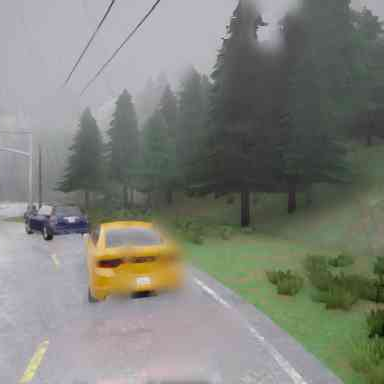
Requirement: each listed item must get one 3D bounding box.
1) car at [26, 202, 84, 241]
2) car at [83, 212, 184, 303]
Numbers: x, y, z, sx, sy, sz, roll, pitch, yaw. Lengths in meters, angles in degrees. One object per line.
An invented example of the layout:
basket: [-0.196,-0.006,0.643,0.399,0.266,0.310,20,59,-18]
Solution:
car: [-6.951,1.350,17.086,2.097,1.767,4.553,0,0,-40]
car: [-1.678,1.477,8.441,1.882,1.535,5.008,0,0,-19]
